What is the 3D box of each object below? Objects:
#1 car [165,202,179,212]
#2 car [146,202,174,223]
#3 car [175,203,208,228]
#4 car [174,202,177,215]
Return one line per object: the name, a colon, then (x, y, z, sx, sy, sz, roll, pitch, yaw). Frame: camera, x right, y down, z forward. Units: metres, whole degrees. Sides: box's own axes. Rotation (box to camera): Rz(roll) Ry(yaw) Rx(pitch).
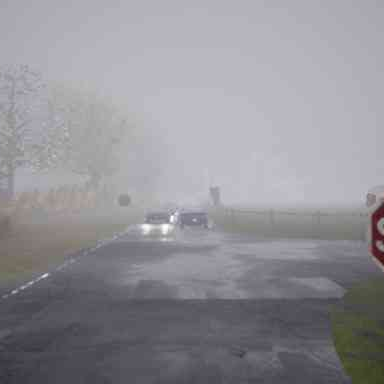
car: (-2.900, 2.133, 49.122, 1.895, 1.301, 4.718, 0, -1, 0)
car: (-2.891, 1.810, 29.562, 1.882, 1.535, 5.008, 0, -1, 0)
car: (-0.008, 1.757, 24.534, 1.882, 1.535, 5.008, -1, -1, -5)
car: (-2.901, 1.936, 39.084, 1.837, 1.490, 4.892, 0, -1, 0)
